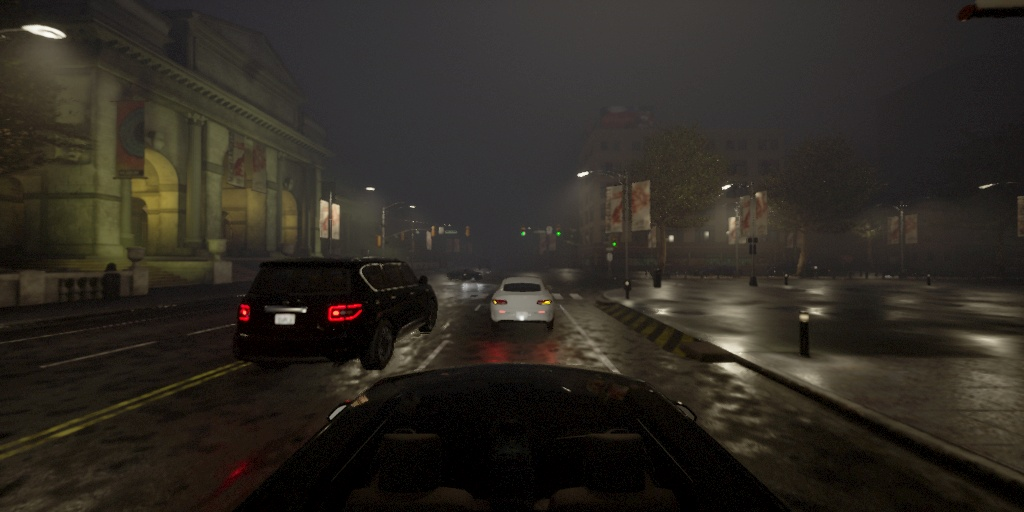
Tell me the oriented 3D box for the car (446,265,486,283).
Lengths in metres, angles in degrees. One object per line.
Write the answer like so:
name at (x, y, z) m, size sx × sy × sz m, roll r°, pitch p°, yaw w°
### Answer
car at (-4.528, 1.724, 33.411) m, size 1.895 × 1.301 × 4.718 m, roll 0°, pitch -1°, yaw -30°

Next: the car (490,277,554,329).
car at (0.337, 1.392, 11.679) m, size 1.812 × 1.442 × 4.674 m, roll 0°, pitch -1°, yaw 2°

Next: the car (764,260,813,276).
car at (35.229, 1.506, 45.484) m, size 5.566 × 2.045 × 2.150 m, roll 0°, pitch -1°, yaw 2°

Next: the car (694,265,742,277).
car at (24.545, 1.766, 42.272) m, size 4.674 × 1.442 × 1.812 m, roll 0°, pitch -1°, yaw 2°

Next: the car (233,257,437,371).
car at (-3.287, 1.045, 8.010) m, size 2.150 × 2.045 × 5.566 m, roll 0°, pitch 0°, yaw 2°

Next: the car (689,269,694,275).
car at (24.949, 1.845, 45.749) m, size 4.181 × 1.385 × 1.994 m, roll 0°, pitch -1°, yaw 2°

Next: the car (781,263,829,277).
car at (34.611, 1.808, 41.983) m, size 4.181 × 1.385 × 1.994 m, roll 0°, pitch -1°, yaw 2°
